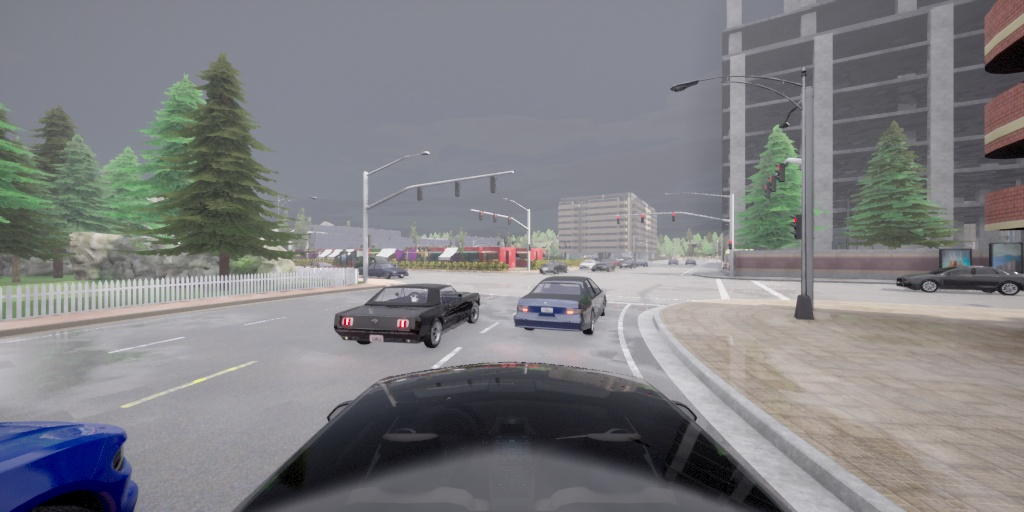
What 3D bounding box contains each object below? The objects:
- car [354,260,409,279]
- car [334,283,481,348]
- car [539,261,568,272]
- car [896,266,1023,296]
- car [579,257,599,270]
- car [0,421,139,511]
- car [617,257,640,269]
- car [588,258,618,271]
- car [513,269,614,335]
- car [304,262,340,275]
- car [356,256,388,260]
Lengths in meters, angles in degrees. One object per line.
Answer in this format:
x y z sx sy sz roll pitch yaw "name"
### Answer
-12.040 1.353 33.215 5.357 1.411 2.033 0 0 31 "car"
-2.261 1.351 9.296 1.895 1.301 4.718 0 0 11 "car"
4.645 1.263 39.584 2.128 1.511 4.902 0 1 30 "car"
25.032 1.310 20.052 4.892 1.490 1.837 0 0 30 "car"
10.914 1.275 50.574 1.812 1.442 4.674 0 0 30 "car"
-3.214 1.228 0.115 1.882 1.535 5.008 0 0 -2 "car"
18.047 1.242 55.984 2.128 1.511 4.902 0 0 30 "car"
11.214 1.314 43.970 1.994 1.385 4.181 0 0 29 "car"
1.674 1.297 10.653 2.033 1.411 5.357 0 0 20 "car"
-20.076 1.331 37.891 4.674 1.442 1.812 0 0 30 "car"
-14.682 1.027 38.808 5.566 2.045 2.150 0 0 30 "car"
